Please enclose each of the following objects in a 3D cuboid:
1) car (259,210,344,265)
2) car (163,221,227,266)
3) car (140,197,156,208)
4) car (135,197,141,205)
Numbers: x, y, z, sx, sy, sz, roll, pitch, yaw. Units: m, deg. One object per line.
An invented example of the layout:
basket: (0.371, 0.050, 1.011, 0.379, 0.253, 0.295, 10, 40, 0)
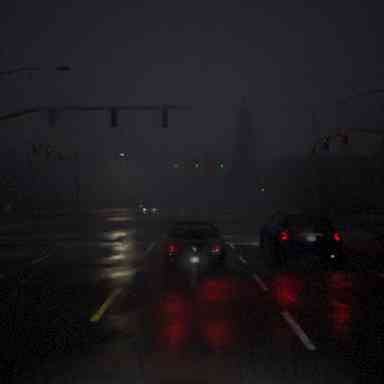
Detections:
car: (3.757, 1.444, 12.195, 2.097, 1.767, 4.553, 0, 0, 4)
car: (0.024, 1.690, 11.846, 1.895, 1.301, 4.718, 0, 0, -1)
car: (-6.928, 1.888, 55.015, 1.882, 1.535, 5.008, 0, 0, -3)
car: (-10.602, 1.880, 70.368, 2.097, 1.767, 4.553, 0, 0, -25)
